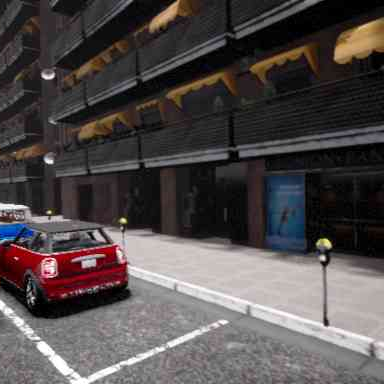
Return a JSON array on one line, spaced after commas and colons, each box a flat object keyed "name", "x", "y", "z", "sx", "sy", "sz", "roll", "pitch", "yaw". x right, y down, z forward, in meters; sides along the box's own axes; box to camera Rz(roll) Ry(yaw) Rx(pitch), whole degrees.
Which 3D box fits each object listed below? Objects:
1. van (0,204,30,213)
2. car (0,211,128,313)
[{"name": "van", "x": -7.017, "y": 1.324, "z": 11.922, "sx": 1.690, "sy": 1.788, "sz": 3.998, "roll": -2, "pitch": 1, "yaw": -42}, {"name": "car", "x": -3.245, "y": 1.391, "z": 7.741, "sx": 1.967, "sy": 1.590, "sz": 4.097, "roll": -2, "pitch": 1, "yaw": -42}]
